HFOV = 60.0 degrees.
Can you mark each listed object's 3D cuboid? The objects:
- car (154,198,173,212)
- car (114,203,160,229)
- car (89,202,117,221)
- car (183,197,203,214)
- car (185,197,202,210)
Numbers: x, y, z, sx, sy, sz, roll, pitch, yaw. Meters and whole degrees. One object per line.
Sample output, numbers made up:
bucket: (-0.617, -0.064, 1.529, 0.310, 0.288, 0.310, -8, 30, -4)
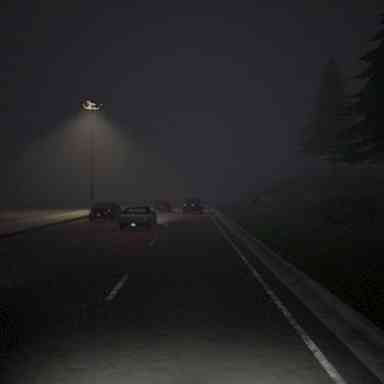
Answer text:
car: (-3.367, 1.477, 39.065, 1.882, 1.535, 5.008, 0, 0, 1)
car: (-3.397, 1.601, 21.507, 1.895, 1.301, 4.718, 0, 0, 0)
car: (-6.898, 1.526, 26.879, 1.812, 1.442, 4.674, 0, 0, 0)
car: (0.101, 1.352, 35.367, 2.097, 1.767, 4.553, 0, 0, 0)
car: (0.271, 1.491, 44.578, 2.128, 1.511, 4.902, 0, 0, 2)
